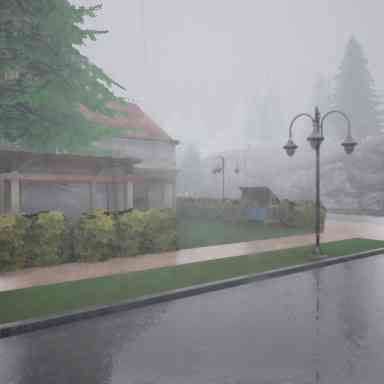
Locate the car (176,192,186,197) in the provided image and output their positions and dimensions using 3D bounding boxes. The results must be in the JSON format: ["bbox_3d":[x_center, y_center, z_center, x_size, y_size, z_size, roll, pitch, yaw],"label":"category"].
[{"bbox_3d":[-2.262,1.058,44.238,2.150,2.045,5.566,0,0,-35],"label":"car"}]

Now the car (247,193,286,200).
[{"bbox_3d":[7.249,1.060,30.863,2.150,2.045,5.566,0,0,-35],"label":"car"}]
